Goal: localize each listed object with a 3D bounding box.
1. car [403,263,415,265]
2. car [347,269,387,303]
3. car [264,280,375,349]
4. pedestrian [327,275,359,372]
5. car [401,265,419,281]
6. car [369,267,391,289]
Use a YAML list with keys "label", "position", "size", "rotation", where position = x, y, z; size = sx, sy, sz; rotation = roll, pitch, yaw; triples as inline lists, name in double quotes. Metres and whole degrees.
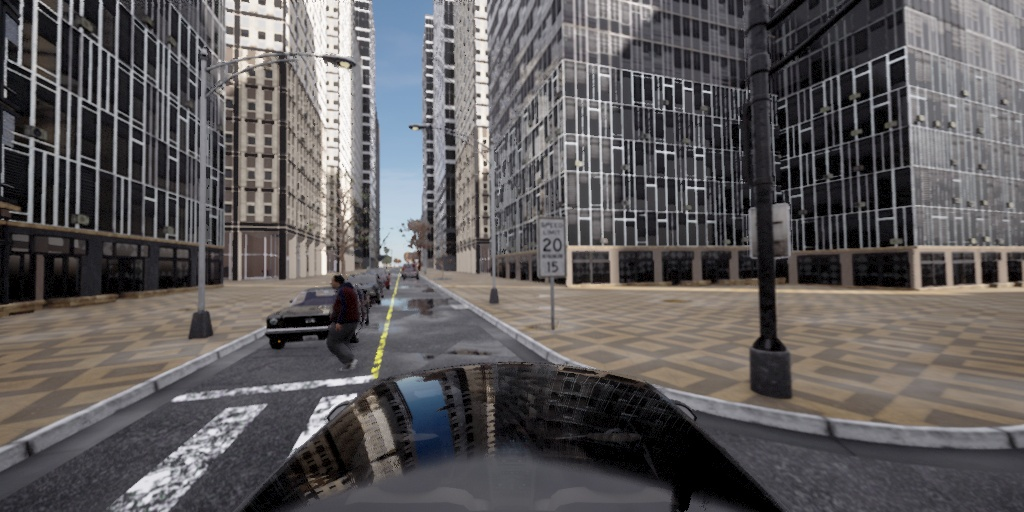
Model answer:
- label: "car"
  position: [-15.205, 2.089, 53.029]
  size: [2.150, 2.045, 5.566]
  rotation: [0, -1, -17]
- label: "car"
  position: [-7.860, 1.650, 19.003]
  size: [1.837, 1.490, 4.892]
  rotation: [0, -1, -17]
- label: "car"
  position: [-5.113, 1.546, 10.054]
  size: [1.895, 1.301, 4.718]
  rotation: [0, -1, -17]
- label: "pedestrian"
  position: [-3.044, 1.148, 6.487]
  size: [0.375, 1.860, 0.375]
  rotation: [0, -2, -17]
- label: "car"
  position: [-12.253, 2.144, 43.391]
  size: [2.128, 1.511, 4.902]
  rotation: [0, -1, -17]
- label: "car"
  position: [-10.766, 1.710, 28.507]
  size: [2.097, 1.767, 4.553]
  rotation: [0, -1, -17]
